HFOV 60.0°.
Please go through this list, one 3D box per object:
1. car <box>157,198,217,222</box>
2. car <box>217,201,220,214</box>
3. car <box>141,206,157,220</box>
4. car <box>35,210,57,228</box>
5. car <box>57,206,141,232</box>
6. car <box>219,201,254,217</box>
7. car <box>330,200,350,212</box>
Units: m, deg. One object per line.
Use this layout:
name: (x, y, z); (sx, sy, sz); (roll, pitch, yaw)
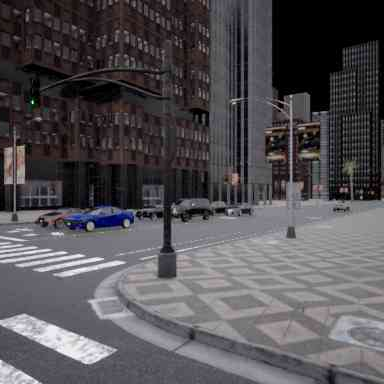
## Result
car: (-0.313, 1.606, 30.543); (2.150, 2.045, 5.566); (0, -1, 35)
car: (2.542, 1.872, 40.226); (2.097, 1.767, 4.553); (0, -1, 35)
car: (-3.281, 1.974, 31.975); (1.895, 1.301, 4.718); (0, -1, 35)
car: (-8.951, 1.794, 23.922); (1.994, 1.385, 4.181); (0, -1, 36)
car: (-6.086, 1.717, 22.350); (1.882, 1.535, 5.008); (0, -1, 35)
car: (5.612, 2.026, 38.935); (2.128, 1.511, 4.902); (0, -1, 35)
car: (24.183, 2.430, 53.678); (2.033, 1.411, 5.357); (0, -1, 34)
